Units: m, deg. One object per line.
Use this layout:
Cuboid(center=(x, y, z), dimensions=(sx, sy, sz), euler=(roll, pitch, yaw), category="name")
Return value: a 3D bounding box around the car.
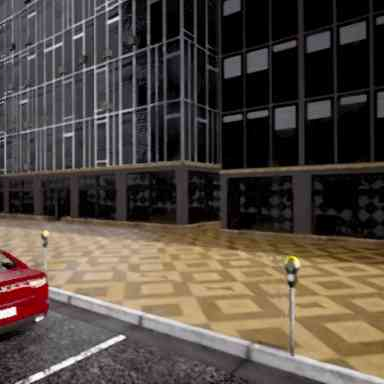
Cuboid(center=(-4.425, 1.600, 6.023), dimensions=(4.507, 1.381, 1.887), euler=(-1, 0, 35), category="car")
